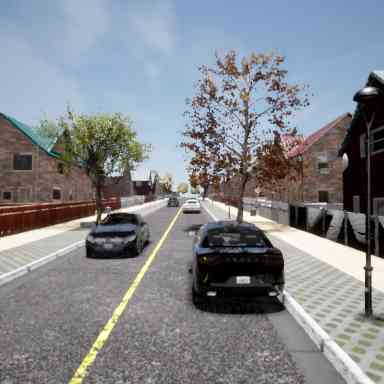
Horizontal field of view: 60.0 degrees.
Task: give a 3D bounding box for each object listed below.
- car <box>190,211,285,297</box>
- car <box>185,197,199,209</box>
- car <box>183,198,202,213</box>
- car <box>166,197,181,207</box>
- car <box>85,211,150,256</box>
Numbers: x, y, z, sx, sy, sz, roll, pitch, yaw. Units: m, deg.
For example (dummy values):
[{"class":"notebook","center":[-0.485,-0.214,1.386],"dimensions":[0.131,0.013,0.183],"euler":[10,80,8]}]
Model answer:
[{"class":"car","center":[0.948,1.487,8.664],"dimensions":[1.882,1.535,5.008],"euler":[0,0,0]},{"class":"car","center":[-0.031,1.538,47.185],"dimensions":[1.882,1.535,5.008],"euler":[0,0,0]},{"class":"car","center":[0.009,1.571,36.944],"dimensions":[1.812,1.442,4.674],"euler":[0,0,0]},{"class":"car","center":[-2.841,1.571,51.009],"dimensions":[1.837,1.490,4.892],"euler":[0,0,0]},{"class":"car","center":[-2.773,1.539,13.319],"dimensions":[1.812,1.442,4.674],"euler":[0,0,0]}]
